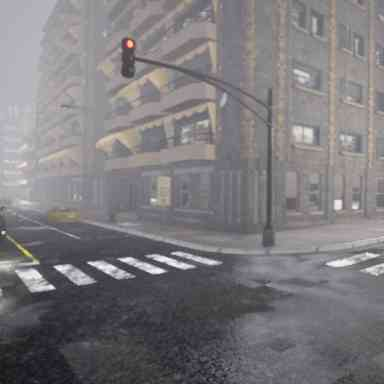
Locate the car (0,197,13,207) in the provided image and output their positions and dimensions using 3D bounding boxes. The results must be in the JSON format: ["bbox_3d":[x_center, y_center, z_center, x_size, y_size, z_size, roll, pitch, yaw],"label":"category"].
[{"bbox_3d":[-28.329,1.484,50.277,1.802,1.307,4.206,0,0,-35],"label":"car"}]

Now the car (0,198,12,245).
[{"bbox_3d":[-9.743,1.172,14.847,2.150,2.045,5.566,1,0,-36],"label":"car"}]

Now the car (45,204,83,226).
[{"bbox_3d":[-9.021,1.510,23.166,1.752,1.417,4.829,0,0,-35],"label":"car"}]
